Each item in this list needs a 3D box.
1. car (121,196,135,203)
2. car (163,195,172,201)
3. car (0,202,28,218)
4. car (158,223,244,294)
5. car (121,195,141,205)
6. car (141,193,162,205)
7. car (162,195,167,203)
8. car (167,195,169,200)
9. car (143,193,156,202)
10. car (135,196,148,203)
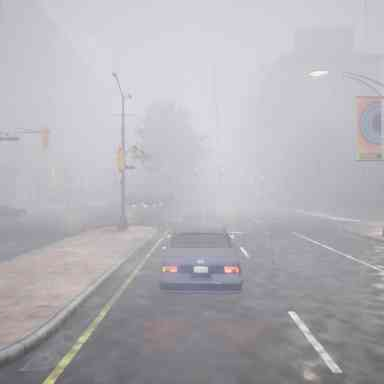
[{"bbox_3d":[-13.453,1.595,69.845,1.895,1.301,4.718,0,0,1],"label":"car"},{"bbox_3d":[-6.387,1.478,86.642,1.882,1.535,5.008,0,0,1],"label":"car"},{"bbox_3d":[-17.473,1.548,29.360,5.357,1.411,2.033,0,0,1],"label":"car"},{"bbox_3d":[0.231,1.547,8.949,2.033,1.411,5.357,0,0,1],"label":"car"},{"bbox_3d":[-10.506,1.352,57.881,2.097,1.767,4.553,0,0,1],"label":"car"},{"bbox_3d":[-7.006,1.352,58.003,2.097,1.767,4.553,0,0,1],"label":"car"},{"bbox_3d":[-6.788,1.352,66.775,2.097,1.767,4.553,0,0,1],"label":"car"},{"bbox_3d":[-6.577,1.525,76.548,2.128,1.511,4.902,0,0,1],"label":"car"},{"bbox_3d":[-10.036,1.225,78.741,2.150,2.045,5.566,0,0,1],"label":"car"},{"bbox_3d":[-10.244,1.505,68.056,1.837,1.490,4.892,0,0,1],"label":"car"}]
